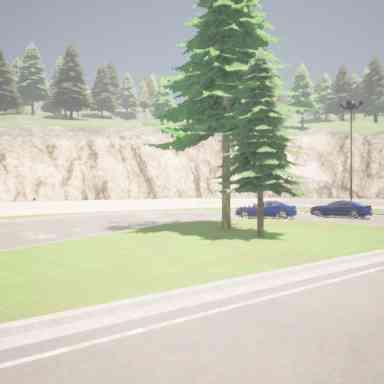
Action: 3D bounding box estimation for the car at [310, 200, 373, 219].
[{"bbox_3d":[12.747,1.452,28.696,5.008,1.535,1.882,0,-1,42],"label":"car"}]

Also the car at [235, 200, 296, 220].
[{"bbox_3d":[6.152,1.457,27.952,5.008,1.535,1.882,0,-1,15],"label":"car"}]
